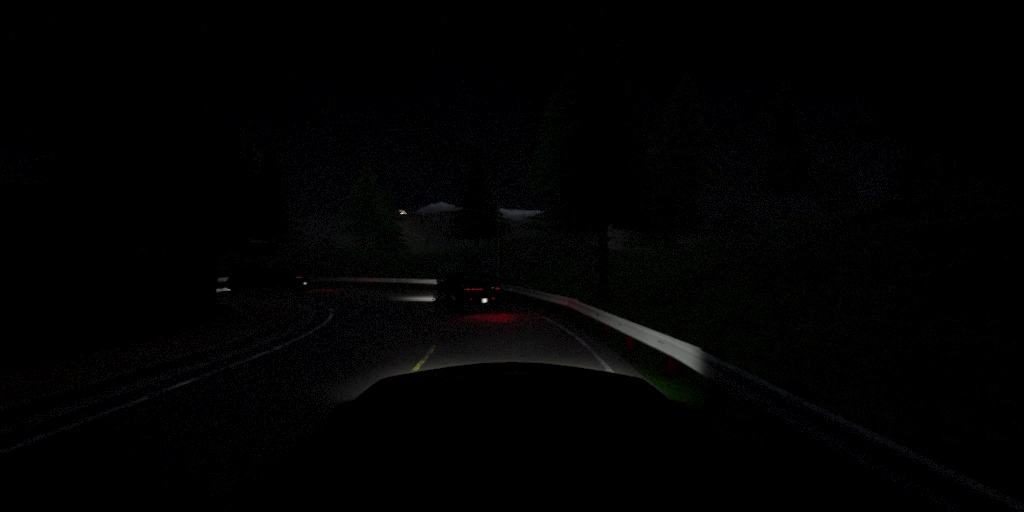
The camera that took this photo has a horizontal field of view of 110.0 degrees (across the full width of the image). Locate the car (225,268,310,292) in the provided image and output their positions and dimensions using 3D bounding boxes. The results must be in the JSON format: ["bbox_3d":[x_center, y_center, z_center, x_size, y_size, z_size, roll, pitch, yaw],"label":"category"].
[{"bbox_3d":[-15.916,1.514,23.424,4.892,1.490,1.837,1,-1,0],"label":"car"}]

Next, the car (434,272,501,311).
[{"bbox_3d":[-2.039,1.413,15.588,1.837,1.490,4.892,0,0,-25],"label":"car"}]
